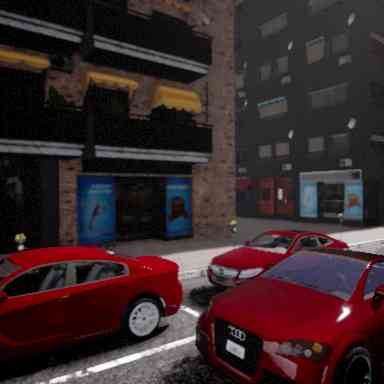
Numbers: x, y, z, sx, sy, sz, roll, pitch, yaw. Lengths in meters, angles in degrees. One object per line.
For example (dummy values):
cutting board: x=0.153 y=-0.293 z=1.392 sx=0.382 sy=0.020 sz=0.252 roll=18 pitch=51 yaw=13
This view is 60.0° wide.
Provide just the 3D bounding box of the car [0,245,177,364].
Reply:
car: x=-2.255 y=1.547 z=4.963 sx=4.507 sy=1.381 sz=1.887 roll=0 pitch=-1 yaw=-35

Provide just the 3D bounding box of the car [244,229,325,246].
car: x=2.310 y=1.596 z=8.209 sx=4.206 sy=1.307 sz=1.802 roll=0 pitch=-1 yaw=-35

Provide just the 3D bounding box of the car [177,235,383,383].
car: x=2.110 y=1.573 z=4.870 sx=4.181 sy=1.385 sz=1.994 roll=0 pitch=0 yaw=-35
